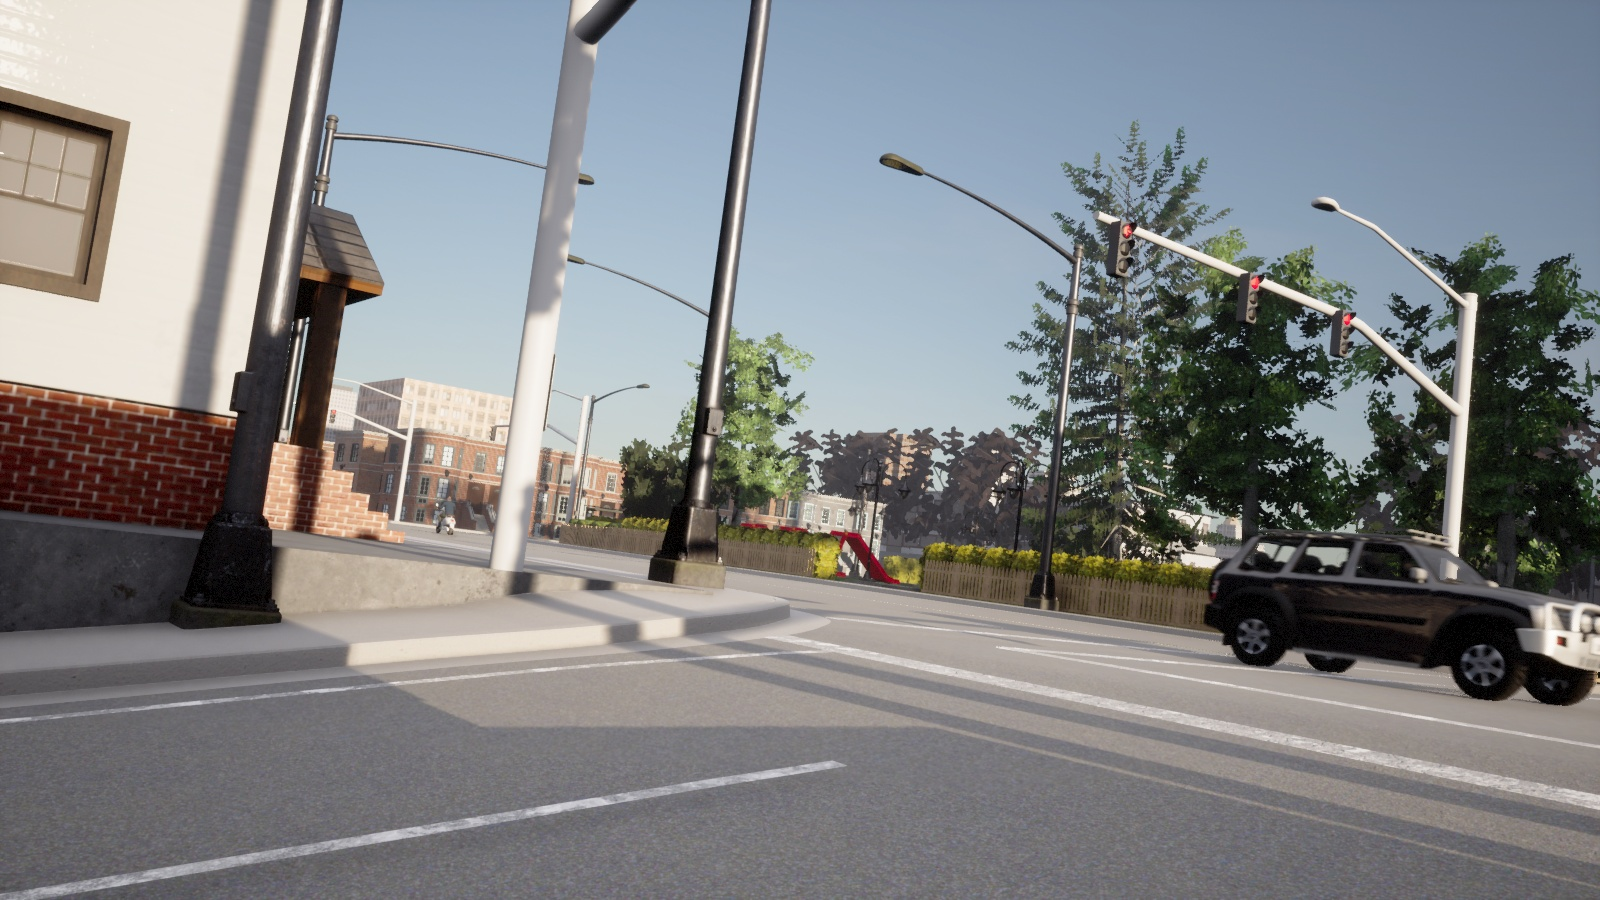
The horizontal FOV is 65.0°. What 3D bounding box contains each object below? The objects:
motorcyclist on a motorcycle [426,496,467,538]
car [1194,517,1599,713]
[{"bbox_3d":[-14.740,2.788,52.393,0.866,1.590,1.817,10,-6,-35],"label":"motorcyclist on a motorcycle"},{"bbox_3d":[7.406,1.912,15.284,1.932,1.855,4.605,10,-7,-35],"label":"car"}]
